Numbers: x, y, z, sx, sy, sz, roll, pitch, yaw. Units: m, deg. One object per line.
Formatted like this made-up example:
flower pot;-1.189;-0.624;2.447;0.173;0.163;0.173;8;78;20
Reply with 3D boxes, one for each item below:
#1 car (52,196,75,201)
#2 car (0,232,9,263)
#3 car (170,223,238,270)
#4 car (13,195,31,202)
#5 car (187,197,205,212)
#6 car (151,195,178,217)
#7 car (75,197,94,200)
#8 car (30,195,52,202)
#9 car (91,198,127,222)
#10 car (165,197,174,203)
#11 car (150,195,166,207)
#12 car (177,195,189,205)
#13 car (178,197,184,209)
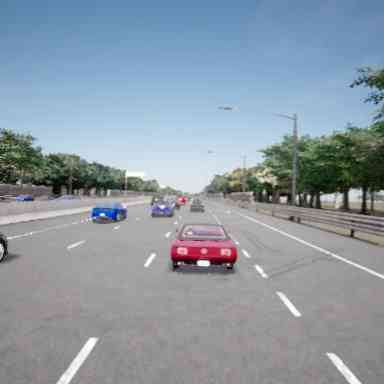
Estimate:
car;-20.215;1.361;53.819;1.882;1.535;5.008;2;-1;1
car;-6.676;1.385;8.517;1.837;1.490;4.892;2;0;1
car;0.359;1.695;11.400;1.895;1.301;4.718;2;0;1
car;-27.191;1.175;54.399;1.882;1.535;5.008;2;0;1
car;0.739;1.889;46.377;2.128;1.511;4.902;2;-1;1
car;-2.874;1.542;34.383;2.097;1.767;4.553;2;0;1
car;-16.722;1.505;53.807;1.812;1.442;4.674;2;-1;1
car;-23.712;1.351;53.878;1.994;1.385;4.181;2;-1;1
car;-6.459;1.503;26.504;1.882;1.535;5.008;2;0;1
car;-5.878;2.117;86.507;1.812;1.442;4.674;2;-1;1
car;-6.117;1.560;60.544;2.150;2.045;5.566;2;-1;1
car;-2.495;1.787;73.497;2.150;2.045;5.566;2;-1;1
car;-2.713;1.874;51.416;1.812;1.442;4.674;2;-1;1
